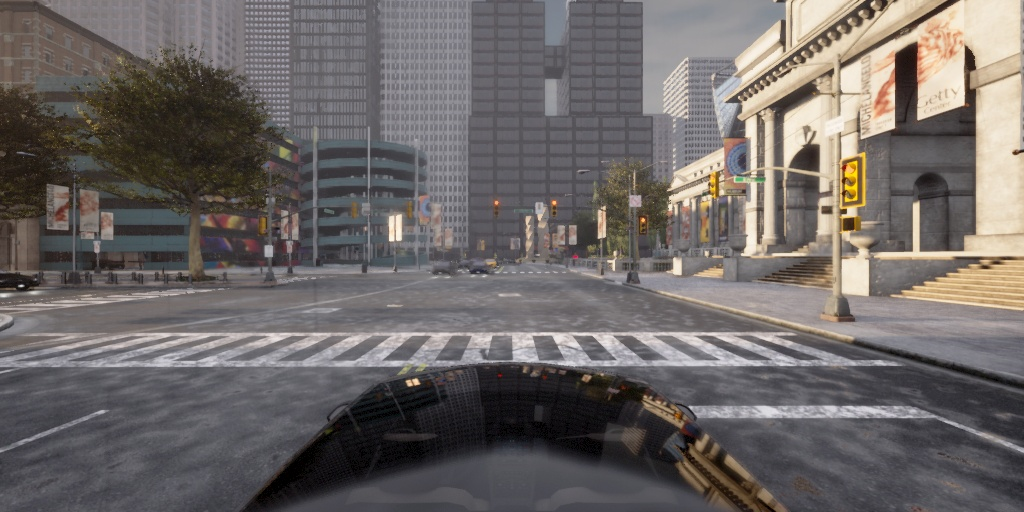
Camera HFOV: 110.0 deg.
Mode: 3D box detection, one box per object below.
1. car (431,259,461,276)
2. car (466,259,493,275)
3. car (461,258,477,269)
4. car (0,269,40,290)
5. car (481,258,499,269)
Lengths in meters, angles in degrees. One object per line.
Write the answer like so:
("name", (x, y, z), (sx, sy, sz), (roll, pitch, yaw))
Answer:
("car", (-7.028, 1.297, 37.716), (2.033, 1.411, 5.357), (0, 0, 0))
("car", (-3.524, 1.297, 39.769), (2.033, 1.411, 5.357), (0, 0, 0))
("car", (-6.989, 1.297, 54.430), (2.033, 1.411, 5.357), (0, 0, 0))
("car", (-30.245, 1.297, 20.156), (5.357, 1.411, 2.033), (0, 0, 0))
("car", (-3.496, 1.227, 56.740), (1.882, 1.535, 5.008), (0, 0, 0))
